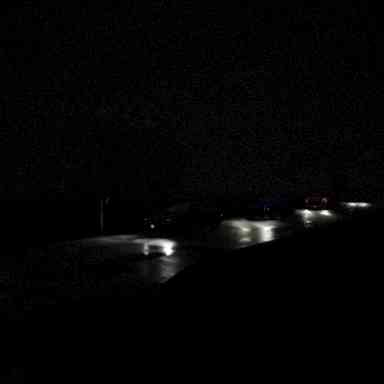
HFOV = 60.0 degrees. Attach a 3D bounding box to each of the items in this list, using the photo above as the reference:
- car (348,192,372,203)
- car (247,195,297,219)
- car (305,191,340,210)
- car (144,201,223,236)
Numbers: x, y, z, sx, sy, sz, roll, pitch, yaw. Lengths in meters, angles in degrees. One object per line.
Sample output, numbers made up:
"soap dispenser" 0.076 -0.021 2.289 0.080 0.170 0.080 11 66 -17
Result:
"car" 21.504 0.630 42.448 1.994 1.385 4.181 0 1 40
"car" 5.771 1.010 23.812 1.882 1.535 5.008 0 1 40
"car" 12.542 0.692 31.869 2.097 1.767 4.553 0 1 40
"car" -0.268 1.217 16.615 1.812 1.442 4.674 0 1 40
